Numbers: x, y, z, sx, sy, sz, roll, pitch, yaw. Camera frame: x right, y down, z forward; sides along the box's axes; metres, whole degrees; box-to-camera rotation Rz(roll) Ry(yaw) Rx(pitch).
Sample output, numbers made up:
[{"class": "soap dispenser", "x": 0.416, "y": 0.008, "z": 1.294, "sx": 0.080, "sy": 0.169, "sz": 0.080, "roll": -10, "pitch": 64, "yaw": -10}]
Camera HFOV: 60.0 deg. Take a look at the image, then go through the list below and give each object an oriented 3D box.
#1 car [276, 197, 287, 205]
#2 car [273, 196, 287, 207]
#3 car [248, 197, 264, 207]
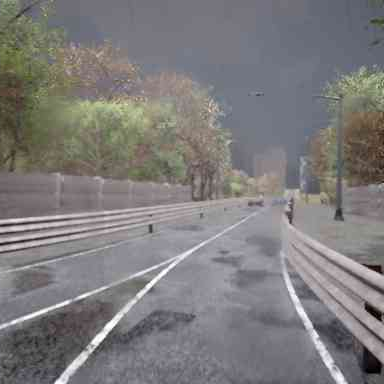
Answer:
[{"class": "car", "x": 17.146, "y": 1.710, "z": 63.528, "sx": 1.994, "sy": 1.385, "sz": 4.181, "roll": 1, "pitch": 0, "yaw": 17}, {"class": "car", "x": 14.253, "y": 1.403, "z": 53.967, "sx": 2.097, "sy": 1.767, "sz": 4.553, "roll": 1, "pitch": 0, "yaw": 17}, {"class": "car", "x": 9.777, "y": 1.451, "z": 50.601, "sx": 1.882, "sy": 1.535, "sz": 5.008, "roll": 1, "pitch": 0, "yaw": 17}]
